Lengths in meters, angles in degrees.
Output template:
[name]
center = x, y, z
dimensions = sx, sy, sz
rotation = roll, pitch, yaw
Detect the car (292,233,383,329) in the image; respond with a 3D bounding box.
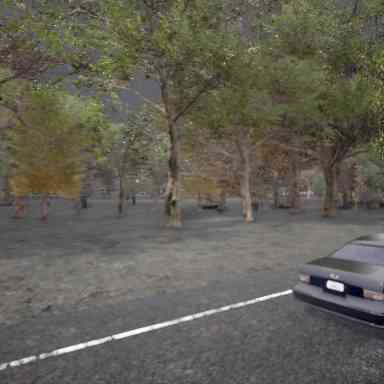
[car]
center = 4.368, 1.585, 6.861
dimensions = 5.357, 1.411, 2.033
rotation = 0, 0, -35
